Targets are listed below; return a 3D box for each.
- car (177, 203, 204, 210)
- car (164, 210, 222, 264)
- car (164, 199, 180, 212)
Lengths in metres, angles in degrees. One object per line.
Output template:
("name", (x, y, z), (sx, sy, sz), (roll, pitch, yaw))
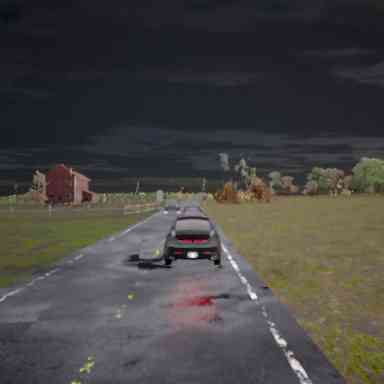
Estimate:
("car", (0.050, 1.867, 27.588), (1.994, 1.385, 4.181), (0, 0, 1))
("car", (0.044, 1.641, 12.326), (1.837, 1.490, 4.892), (0, 0, 1))
("car", (-2.786, 1.881, 48.115), (2.097, 1.767, 4.553), (0, -1, 1))
